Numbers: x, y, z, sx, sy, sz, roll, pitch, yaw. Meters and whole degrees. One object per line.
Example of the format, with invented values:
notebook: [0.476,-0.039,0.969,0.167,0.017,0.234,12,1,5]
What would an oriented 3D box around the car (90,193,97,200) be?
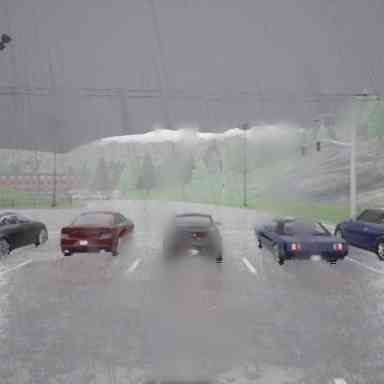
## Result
car: [-27.515,1.513,86.564,4.181,1.385,1.994,0,0,32]

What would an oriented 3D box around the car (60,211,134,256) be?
car: [-3.501,1.472,13.093,1.882,1.535,5.008,0,0,-1]

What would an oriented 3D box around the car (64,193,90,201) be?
car: [-28.771,1.187,83.180,5.566,2.045,2.150,0,0,35]

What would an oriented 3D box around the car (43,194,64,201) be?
car: [-33.837,1.487,82.270,4.674,1.442,1.812,0,0,28]

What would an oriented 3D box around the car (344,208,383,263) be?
car: [7.009,1.347,12.043,2.097,1.767,4.553,0,0,-1]

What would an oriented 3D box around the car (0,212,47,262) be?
car: [-6.984,1.486,12.109,2.128,1.511,4.902,0,0,-1]

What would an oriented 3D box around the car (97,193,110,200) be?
car: [-25.621,1.184,89.487,5.566,2.045,2.150,0,0,32]

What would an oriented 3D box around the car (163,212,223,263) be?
car: [0.016,1.499,11.948,1.837,1.490,4.892,0,0,-1]

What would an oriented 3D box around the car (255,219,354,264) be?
car: [3.521,1.595,11.739,1.895,1.301,4.718,0,0,-1]
